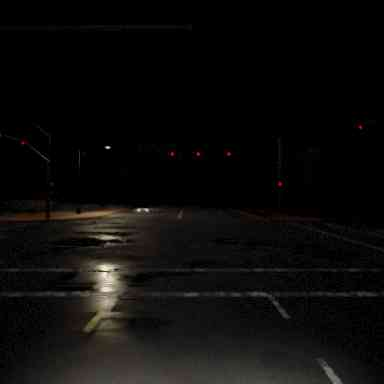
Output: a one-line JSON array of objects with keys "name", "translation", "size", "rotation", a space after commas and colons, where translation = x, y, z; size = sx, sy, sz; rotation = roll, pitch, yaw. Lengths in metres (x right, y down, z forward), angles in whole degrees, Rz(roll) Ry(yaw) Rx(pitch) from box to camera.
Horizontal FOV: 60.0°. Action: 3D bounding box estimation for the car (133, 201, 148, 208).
[{"name": "car", "translation": [-9.335, 2.245, 59.914], "size": [1.895, 1.301, 4.718], "rotation": [0, -1, -22]}]
